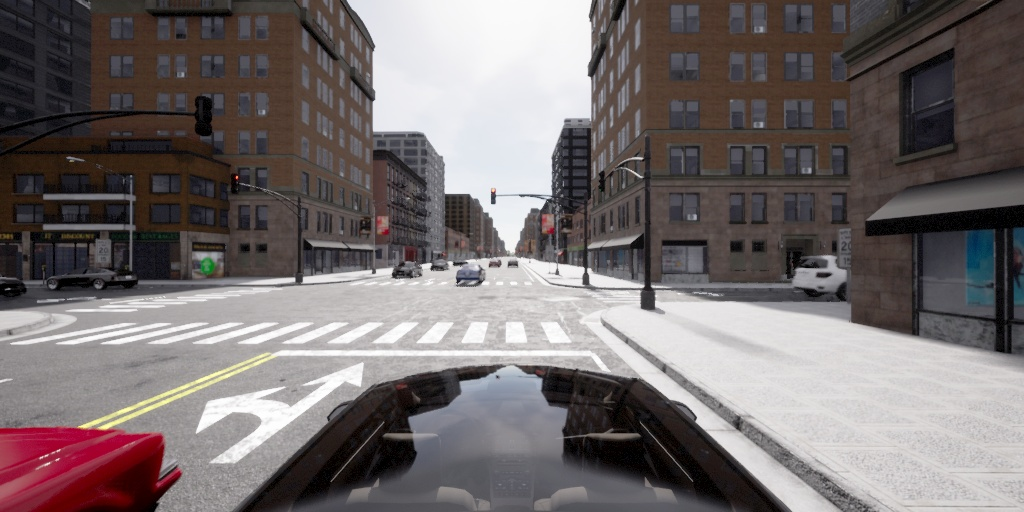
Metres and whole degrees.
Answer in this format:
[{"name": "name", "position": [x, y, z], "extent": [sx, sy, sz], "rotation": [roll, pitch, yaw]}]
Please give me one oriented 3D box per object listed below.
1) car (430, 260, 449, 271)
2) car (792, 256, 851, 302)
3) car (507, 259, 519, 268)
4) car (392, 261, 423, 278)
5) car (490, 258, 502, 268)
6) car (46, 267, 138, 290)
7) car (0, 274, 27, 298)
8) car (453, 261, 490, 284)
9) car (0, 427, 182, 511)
[{"name": "car", "position": [-9.713, 1.251, 48.429], "extent": [1.837, 1.490, 4.892], "rotation": [0, 0, 0]}, {"name": "car", "position": [16.154, 1.007, 16.433], "extent": [5.566, 2.045, 2.150], "rotation": [0, 0, 2]}, {"name": "car", "position": [0.168, 1.245, 62.244], "extent": [1.837, 1.490, 4.892], "rotation": [0, 0, 0]}, {"name": "car", "position": [-9.757, 1.253, 33.766], "extent": [1.837, 1.490, 4.892], "rotation": [0, 0, 0]}, {"name": "car", "position": [-3.081, 1.266, 62.670], "extent": [1.812, 1.442, 4.674], "rotation": [0, 0, 0]}, {"name": "car", "position": [-25.321, 1.330, 21.750], "extent": [4.313, 1.339, 1.948], "rotation": [0, 0, 0]}, {"name": "car", "position": [-25.230, 1.247, 16.265], "extent": [4.892, 1.490, 1.837], "rotation": [0, 0, 0]}, {"name": "car", "position": [-3.082, 1.297, 27.411], "extent": [2.033, 1.411, 5.357], "rotation": [0, 0, 0]}, {"name": "car", "position": [-3.157, 1.351, 0.225], "extent": [1.895, 1.301, 4.718], "rotation": [0, 0, 0]}]
